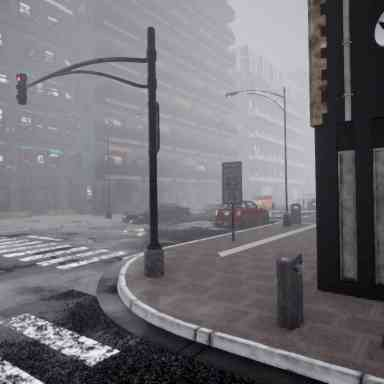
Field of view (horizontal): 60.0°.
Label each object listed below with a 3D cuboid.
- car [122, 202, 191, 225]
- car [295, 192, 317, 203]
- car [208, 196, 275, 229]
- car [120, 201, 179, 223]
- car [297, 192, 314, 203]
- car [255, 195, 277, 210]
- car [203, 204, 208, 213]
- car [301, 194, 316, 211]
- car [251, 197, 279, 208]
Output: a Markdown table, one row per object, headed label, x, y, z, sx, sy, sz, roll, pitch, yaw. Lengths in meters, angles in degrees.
| label | x | y | z | sx | sy | sz | roll | pitch | yaw |
| --- | --- | --- | --- | --- | --- | --- | --- | --- | --- |
| car | -2.196 | 1.426 | 22.555 | 2.033 | 1.411 | 5.357 | -1 | 0 | 36 |
| car | 19.503 | 0.930 | 56.772 | 2.192 | 1.841 | 5.009 | -1 | 0 | 36 |
| car | 3.042 | 1.200 | 19.717 | 1.967 | 1.590 | 4.097 | -1 | 0 | 36 |
| car | -3.175 | 1.458 | 25.755 | 1.887 | 1.381 | 4.507 | -1 | 0 | 36 |
| car | 16.633 | 0.870 | 48.272 | 1.812 | 1.442 | 4.674 | -1 | 0 | 36 |
| car | 7.262 | 1.103 | 35.543 | 2.097 | 1.767 | 4.553 | -1 | 0 | 36 |
| car | 2.843 | 1.383 | 33.870 | 2.008 | 1.369 | 4.403 | -1 | 0 | 36 |
| car | 12.951 | 1.195 | 33.521 | 1.947 | 1.339 | 4.313 | -1 | 0 | 36 |
| car | 9.509 | 1.310 | 43.031 | 1.947 | 1.339 | 4.313 | -1 | 0 | 36 |
